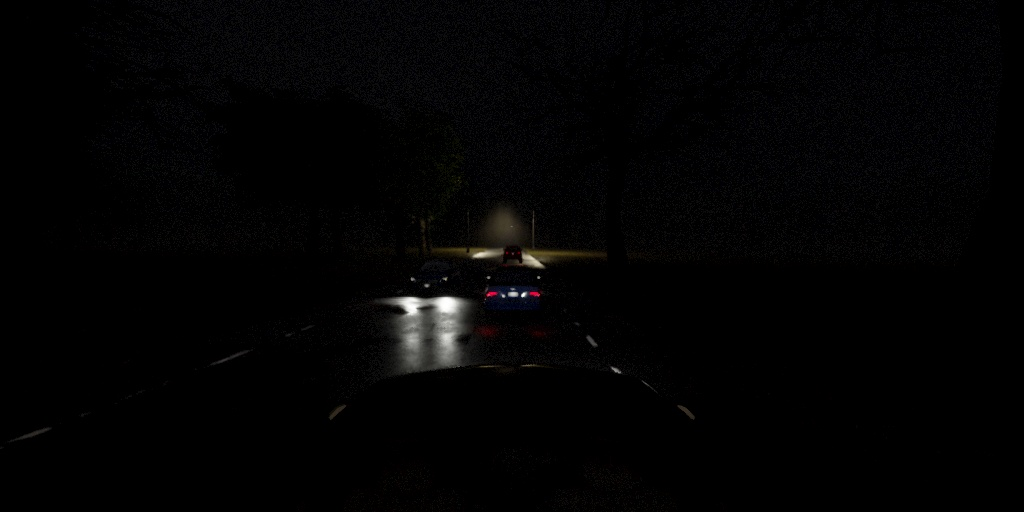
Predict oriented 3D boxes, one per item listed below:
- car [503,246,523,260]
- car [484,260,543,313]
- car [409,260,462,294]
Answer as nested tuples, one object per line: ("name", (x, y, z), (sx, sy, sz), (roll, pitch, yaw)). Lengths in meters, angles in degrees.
("car", (0.105, -0.291, 44.167), (2.150, 2.045, 5.566), (0, 3, 0))
("car", (0.054, 1.065, 12.630), (2.033, 1.411, 5.357), (0, 1, 1))
("car", (-3.567, 0.920, 17.395), (1.812, 1.442, 4.674), (0, 1, 0))
